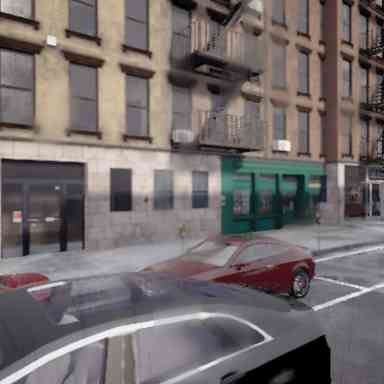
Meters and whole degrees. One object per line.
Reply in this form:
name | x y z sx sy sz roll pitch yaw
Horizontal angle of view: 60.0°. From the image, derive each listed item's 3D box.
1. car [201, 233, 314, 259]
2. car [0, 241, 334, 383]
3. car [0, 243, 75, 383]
car | 0.822 1.548 6.773 4.206 1.307 1.802 -1 0 -35
car | -0.998 1.489 2.344 4.902 1.511 2.128 0 0 -35
car | -3.803 1.554 3.479 4.507 1.381 1.887 -1 0 -35
